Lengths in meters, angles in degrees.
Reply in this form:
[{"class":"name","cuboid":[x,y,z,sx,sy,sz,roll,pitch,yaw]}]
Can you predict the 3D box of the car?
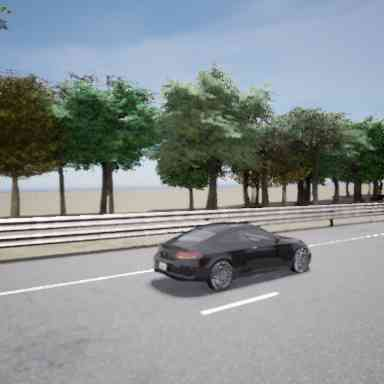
[{"class":"car","cuboid":[1.208,1.519,8.907,4.674,1.442,1.812,0,0,-35]}]
